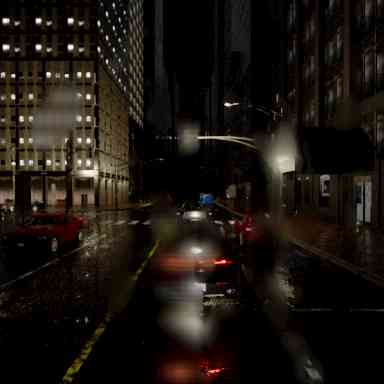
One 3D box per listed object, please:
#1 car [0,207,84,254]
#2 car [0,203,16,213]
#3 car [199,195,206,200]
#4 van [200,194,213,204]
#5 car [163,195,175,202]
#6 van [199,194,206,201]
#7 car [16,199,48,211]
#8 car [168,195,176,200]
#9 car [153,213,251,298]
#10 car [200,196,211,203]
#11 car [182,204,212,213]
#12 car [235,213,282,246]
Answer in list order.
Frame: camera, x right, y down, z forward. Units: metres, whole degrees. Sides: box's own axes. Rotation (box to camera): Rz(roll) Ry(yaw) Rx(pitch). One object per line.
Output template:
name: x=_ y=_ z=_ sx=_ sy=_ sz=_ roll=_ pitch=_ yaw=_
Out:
car: x=-5.806 y=1.542 z=13.506 sx=1.887 sy=1.381 sz=4.507 roll=0 pitch=0 yaw=0
car: x=-18.568 y=1.306 z=28.864 sx=5.009 sy=1.841 sz=2.192 roll=0 pitch=0 yaw=1
car: x=2.818 y=1.542 z=92.644 sx=1.802 sy=1.307 sz=4.206 roll=0 pitch=0 yaw=0
van: x=2.767 y=1.324 z=58.464 sx=1.690 sy=1.788 sz=3.998 roll=0 pitch=0 yaw=0
car: x=-5.587 y=1.518 z=75.566 sx=1.887 sy=1.381 sz=4.507 roll=0 pitch=0 yaw=0
van: x=2.809 y=1.306 z=86.947 sx=1.690 sy=1.788 sz=3.998 roll=0 pitch=0 yaw=0
car: x=-18.469 y=1.496 z=37.246 sx=4.403 sy=1.369 sz=2.008 roll=0 pitch=0 yaw=1
car: x=-5.563 y=1.526 z=92.657 sx=1.947 sy=1.339 sz=4.313 roll=0 pitch=0 yaw=0
car: x=0.111 y=1.503 z=8.518 sx=1.837 sy=1.490 sz=4.892 roll=0 pitch=0 yaw=0
car: x=2.785 y=1.528 z=69.857 sx=2.008 sy=1.369 sz=4.403 roll=0 pitch=0 yaw=0
car: x=0.125 y=1.560 z=17.394 sx=1.994 sy=1.385 sz=4.181 roll=0 pitch=0 yaw=0
car: x=2.835 y=1.579 z=14.871 sx=1.802 sy=1.307 sz=4.206 roll=0 pitch=0 yaw=0
